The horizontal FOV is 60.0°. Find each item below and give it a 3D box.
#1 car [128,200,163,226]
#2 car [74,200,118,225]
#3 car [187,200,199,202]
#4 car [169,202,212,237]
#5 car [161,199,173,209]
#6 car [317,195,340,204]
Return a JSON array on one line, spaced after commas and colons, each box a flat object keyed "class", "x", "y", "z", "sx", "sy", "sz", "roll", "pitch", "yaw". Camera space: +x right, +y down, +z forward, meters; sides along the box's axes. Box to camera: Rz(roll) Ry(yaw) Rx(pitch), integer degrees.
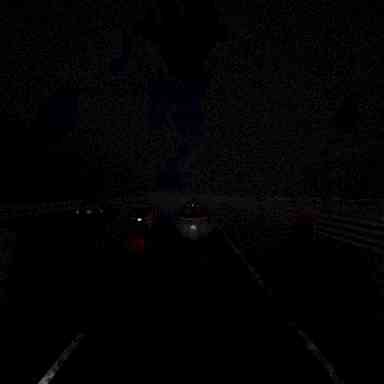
[{"class": "car", "x": -3.404, "y": 1.543, "z": 24.020, "sx": 1.837, "sy": 1.490, "sz": 4.892, "roll": 0, "pitch": 0, "yaw": 0}, {"class": "car", "x": -6.904, "y": 1.390, "z": 24.404, "sx": 2.097, "sy": 1.767, "sz": 4.553, "roll": 0, "pitch": 0, "yaw": 0}, {"class": "car", "x": 0.094, "y": 1.626, "z": 40.843, "sx": 2.033, "sy": 1.411, "sz": 5.357, "roll": 0, "pitch": 0, "yaw": 0}, {"class": "car", "x": 0.097, "y": 1.519, "z": 18.351, "sx": 2.128, "sy": 1.511, "sz": 4.902, "roll": 0, "pitch": 0, "yaw": 0}, {"class": "car", "x": -3.401, "y": 1.632, "z": 42.016, "sx": 1.994, "sy": 1.385, "sz": 4.181, "roll": 0, "pitch": -1, "yaw": 0}, {"class": "car", "x": 30.762, "y": 1.633, "z": 75.235, "sx": 2.150, "sy": 2.045, "sz": 5.566, "roll": 0, "pitch": 0, "yaw": -28}]
